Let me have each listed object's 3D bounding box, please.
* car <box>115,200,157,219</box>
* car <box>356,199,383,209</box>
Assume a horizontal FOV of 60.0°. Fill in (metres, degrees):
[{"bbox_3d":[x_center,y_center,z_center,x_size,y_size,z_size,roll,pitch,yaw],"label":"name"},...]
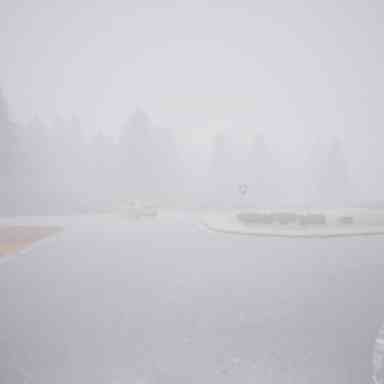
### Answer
[{"bbox_3d":[-5.034,1.503,29.578,1.882,1.535,5.008,1,-2,-39],"label":"car"},{"bbox_3d":[24.765,1.614,45.762,4.181,1.385,1.994,0,0,-22],"label":"car"}]
